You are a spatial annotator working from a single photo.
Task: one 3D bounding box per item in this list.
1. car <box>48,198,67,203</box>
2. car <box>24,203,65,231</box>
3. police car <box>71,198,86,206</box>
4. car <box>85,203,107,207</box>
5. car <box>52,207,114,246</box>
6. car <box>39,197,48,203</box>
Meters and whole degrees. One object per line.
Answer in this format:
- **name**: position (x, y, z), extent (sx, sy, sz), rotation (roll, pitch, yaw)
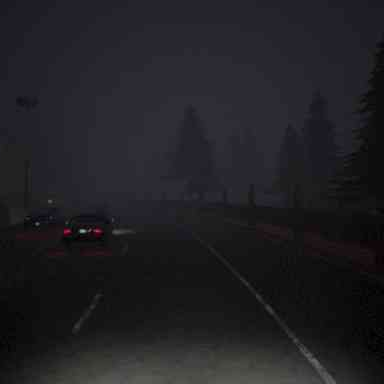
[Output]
- **car**: position (-30.743, 2.059, 76.661), extent (1.801, 1.575, 5.366), rotation (0, -1, -44)
- **car**: position (-9.658, 1.700, 21.945), extent (1.812, 1.442, 4.674), rotation (0, 0, -12)
- **police car**: position (-23.404, 1.959, 68.408), extent (1.930, 1.638, 5.238), rotation (0, -1, -39)
- **car**: position (-9.997, 1.875, 35.437), extent (1.895, 1.301, 4.718), rotation (0, 0, -20)
- **car**: position (-4.873, 1.672, 16.013), extent (2.033, 1.411, 5.357), rotation (0, 0, -9)
- **car**: position (-35.491, 2.098, 81.215), extent (5.366, 1.575, 1.801), rotation (0, -1, 42)
